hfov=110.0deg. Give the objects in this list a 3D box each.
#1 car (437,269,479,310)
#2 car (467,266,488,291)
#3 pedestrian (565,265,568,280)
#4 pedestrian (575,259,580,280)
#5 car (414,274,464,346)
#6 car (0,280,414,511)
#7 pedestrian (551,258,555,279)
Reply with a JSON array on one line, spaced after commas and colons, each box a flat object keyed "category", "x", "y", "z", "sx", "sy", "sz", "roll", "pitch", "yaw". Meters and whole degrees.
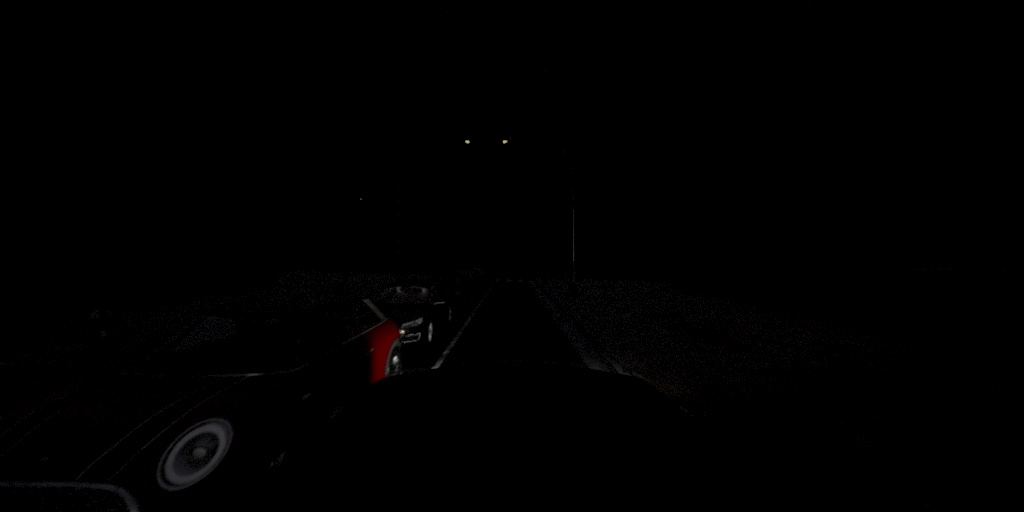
[{"category": "car", "x": -2.644, "y": 1.386, "z": 14.917, "sx": 1.948, "sy": 1.339, "sz": 4.313, "roll": 0, "pitch": 0, "yaw": 0}, {"category": "car", "x": -2.647, "y": 1.398, "z": 20.457, "sx": 1.888, "sy": 1.381, "sz": 4.507, "roll": 0, "pitch": 0, "yaw": 0}, {"category": "pedestrian", "x": 4.494, "y": 1.351, "z": 29.746, "sx": 0.375, "sy": 1.300, "sz": 0.375, "roll": 1, "pitch": -1, "yaw": 0}, {"category": "pedestrian", "x": 5.494, "y": 1.119, "z": 30.350, "sx": 0.375, "sy": 1.860, "sz": 0.375, "roll": 1, "pitch": -1, "yaw": 0}, {"category": "car", "x": -2.640, "y": 1.339, "z": 9.376, "sx": 2.007, "sy": 1.370, "sz": 4.403, "roll": 0, "pitch": 0, "yaw": 0}, {"category": "car", "x": -2.637, "y": 1.199, "z": 3.837, "sx": 1.967, "sy": 1.591, "sz": 4.097, "roll": 0, "pitch": 0, "yaw": 0}, {"category": "pedestrian", "x": 3.494, "y": 1.051, "z": 30.950, "sx": 0.375, "sy": 1.860, "sz": 0.375, "roll": 1, "pitch": -1, "yaw": 0}]
